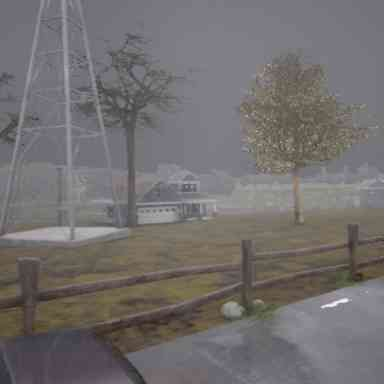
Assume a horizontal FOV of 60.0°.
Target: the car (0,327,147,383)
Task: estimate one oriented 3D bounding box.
[{"bbox_3d":[-2.627,1.547,1.196,5.357,1.411,2.033,0,0,-35],"label":"car"}]
